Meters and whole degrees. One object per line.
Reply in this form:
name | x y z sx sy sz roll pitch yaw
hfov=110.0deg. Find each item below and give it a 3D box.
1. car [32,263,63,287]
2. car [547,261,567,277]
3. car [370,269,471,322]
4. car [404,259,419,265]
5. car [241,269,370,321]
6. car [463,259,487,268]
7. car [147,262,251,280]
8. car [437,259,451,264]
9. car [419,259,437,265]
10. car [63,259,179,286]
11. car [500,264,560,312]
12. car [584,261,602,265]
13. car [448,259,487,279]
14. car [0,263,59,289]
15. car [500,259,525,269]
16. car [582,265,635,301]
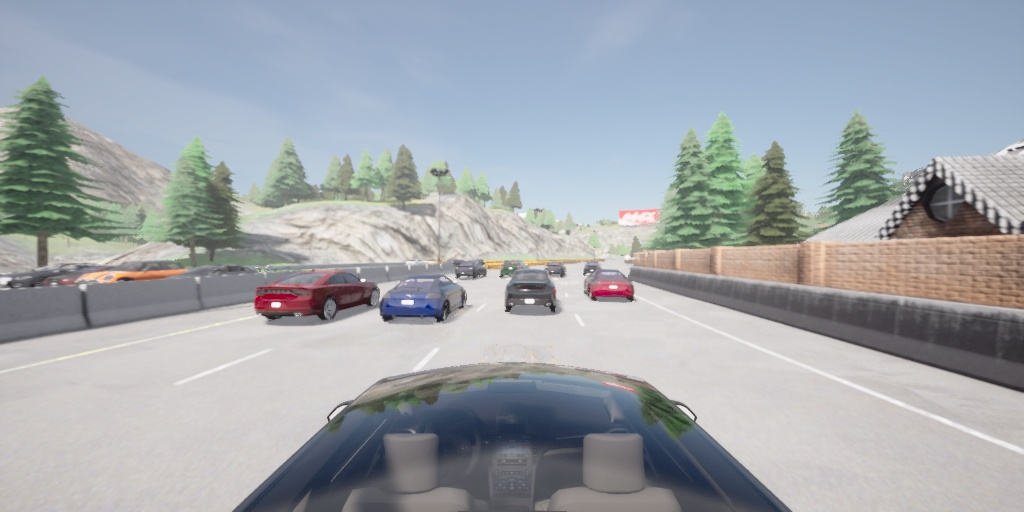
car | -23.368 1.249 20.432 1.994 1.385 4.181 0 0 7
car | 4.370 1.259 35.769 2.128 1.511 4.902 0 0 13
car | -2.877 1.307 12.370 1.994 1.385 4.181 0 0 4
car | -16.867 1.235 62.351 1.812 1.442 4.674 0 0 20
car | -6.385 1.211 12.428 1.882 1.535 5.008 0 0 4
car | -6.196 1.218 60.924 1.882 1.535 5.008 0 0 21
car | -16.417 1.210 19.755 1.837 1.490 4.892 0 0 7
car | -10.059 1.207 60.592 1.882 1.535 5.008 0 0 21
car | -13.366 1.197 61.750 1.882 1.535 5.008 0 0 21
car | -19.986 1.047 19.218 2.097 1.767 4.553 0 0 7
car | 0.798 1.259 14.351 1.837 1.490 4.892 0 0 5
car | 8.746 1.306 38.750 1.812 1.442 4.674 0 0 15
car | -3.600 1.235 32.234 2.128 1.511 4.902 0 0 11
car | -26.767 1.167 21.530 2.128 1.511 4.902 0 0 7
car | 0.334 1.107 33.803 2.097 1.767 4.553 0 0 12
car | 4.670 1.330 17.706 1.994 1.385 4.181 0 0 7
